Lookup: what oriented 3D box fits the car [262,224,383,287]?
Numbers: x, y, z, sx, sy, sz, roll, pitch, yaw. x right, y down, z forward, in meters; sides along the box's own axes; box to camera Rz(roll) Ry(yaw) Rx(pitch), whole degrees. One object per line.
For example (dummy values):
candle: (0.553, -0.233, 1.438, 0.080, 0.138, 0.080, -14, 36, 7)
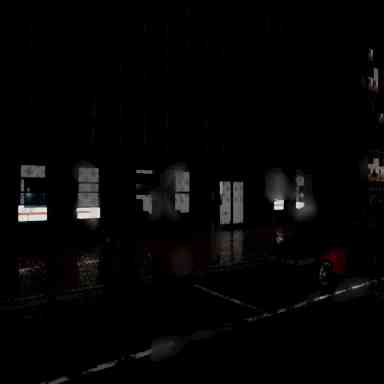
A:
car: (3.796, 1.582, 9.273, 4.206, 1.307, 1.802, 0, 0, -36)
